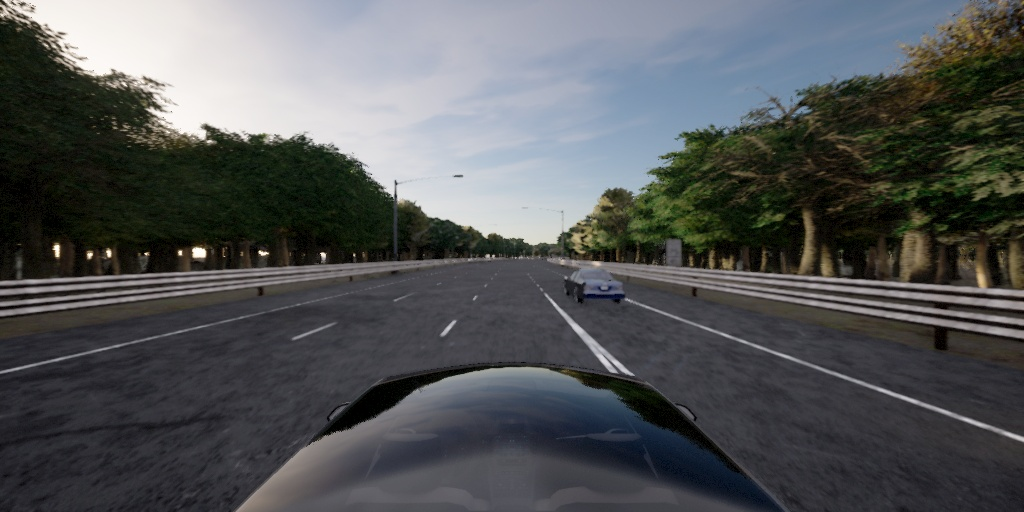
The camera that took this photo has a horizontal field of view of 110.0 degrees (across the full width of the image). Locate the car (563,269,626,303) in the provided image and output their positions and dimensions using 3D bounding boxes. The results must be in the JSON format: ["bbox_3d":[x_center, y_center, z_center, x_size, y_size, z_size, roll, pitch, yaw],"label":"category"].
[{"bbox_3d":[3.592,1.296,16.519,2.033,1.411,5.357,0,0,-1],"label":"car"}]
